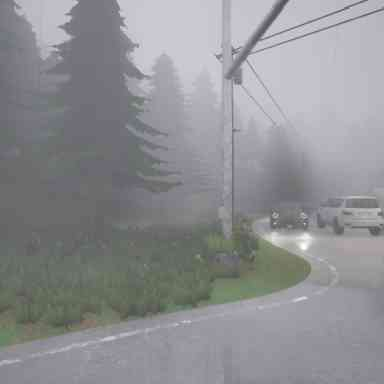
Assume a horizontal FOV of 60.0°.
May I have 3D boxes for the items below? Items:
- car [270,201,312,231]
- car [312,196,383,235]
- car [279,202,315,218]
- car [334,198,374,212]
[{"bbox_3d":[6.045,1.379,21.106,2.097,1.767,4.553,0,0,12],"label":"car"},{"bbox_3d":[8.888,1.248,19.176,2.150,2.045,5.566,0,0,6],"label":"car"},{"bbox_3d":[9.930,1.628,31.282,1.895,1.301,4.718,0,0,34],"label":"car"},{"bbox_3d":[19.603,1.518,40.176,4.902,1.511,2.128,0,0,-33],"label":"car"}]
